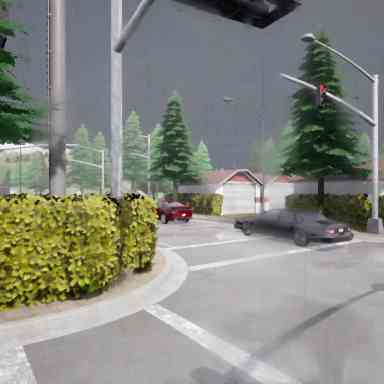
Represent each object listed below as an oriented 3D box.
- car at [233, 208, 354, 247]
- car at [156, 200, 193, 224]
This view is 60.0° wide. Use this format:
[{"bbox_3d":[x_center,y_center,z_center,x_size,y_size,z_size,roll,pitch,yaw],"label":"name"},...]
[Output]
[{"bbox_3d":[4.253,1.422,14.783,2.033,1.411,5.357,0,2,-35],"label":"car"},{"bbox_3d":[-1.943,1.305,23.378,1.882,1.535,5.008,-1,1,-35],"label":"car"}]
